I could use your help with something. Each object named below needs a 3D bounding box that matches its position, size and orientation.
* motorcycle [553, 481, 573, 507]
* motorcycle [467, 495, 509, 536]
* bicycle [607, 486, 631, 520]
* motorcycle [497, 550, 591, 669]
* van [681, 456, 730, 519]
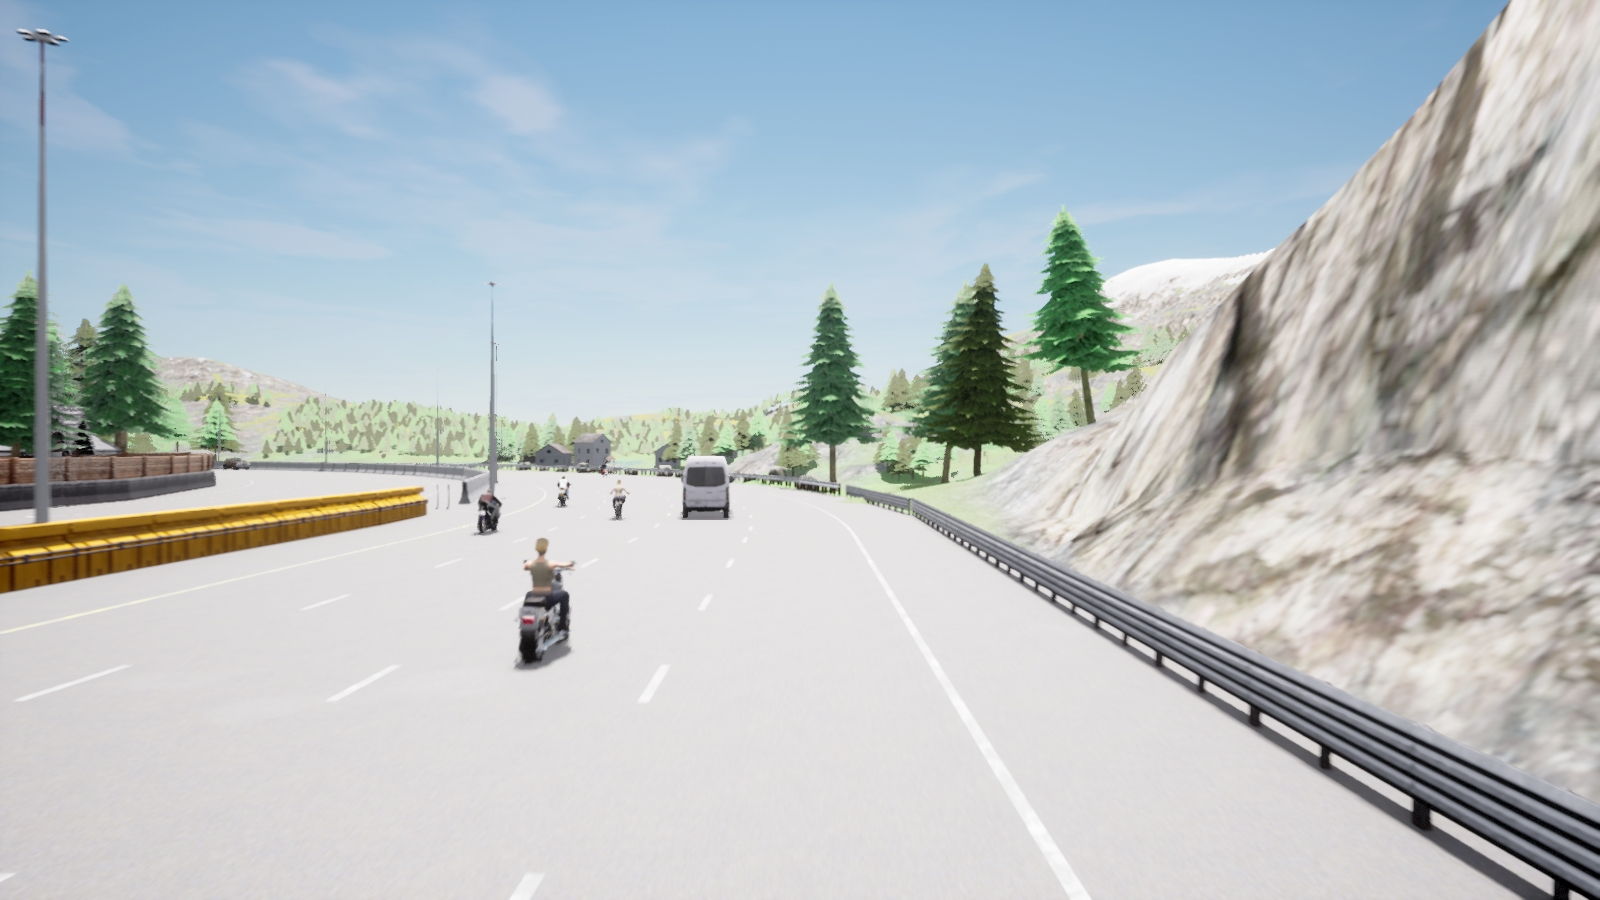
[{"bbox_3d":[-11.772,2.182,56.908,0.803,1.217,2.033,0,0,-7],"label":"motorcycle"},{"bbox_3d":[-10.546,2.208,38.715,0.867,1.251,2.209,0,0,-1],"label":"motorcycle"},{"bbox_3d":[-7.346,2.153,46.449,0.859,1.295,1.487,0,0,-4],"label":"bicycle"},{"bbox_3d":[-3.494,2.147,15.805,0.764,1.325,2.356,0,0,0],"label":"motorcycle"},{"bbox_3d":[-4.038,1.539,49.530,1.988,2.561,5.915,0,0,-4],"label":"van"}]
